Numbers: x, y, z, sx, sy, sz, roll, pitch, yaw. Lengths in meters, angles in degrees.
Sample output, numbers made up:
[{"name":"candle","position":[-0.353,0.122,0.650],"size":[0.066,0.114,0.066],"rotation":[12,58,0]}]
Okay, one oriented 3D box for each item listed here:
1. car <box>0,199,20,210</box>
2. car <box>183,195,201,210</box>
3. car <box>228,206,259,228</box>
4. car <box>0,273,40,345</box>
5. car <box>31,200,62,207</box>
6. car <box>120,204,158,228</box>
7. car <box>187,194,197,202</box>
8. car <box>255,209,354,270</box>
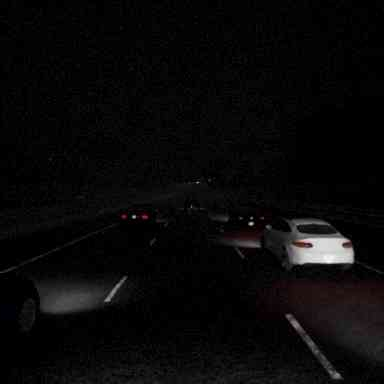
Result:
[{"name":"car","position":[-21.079,1.523,36.660],"size":[2.033,1.411,5.357],"rotation":[0,0,0]},{"name":"car","position":[-0.012,1.477,41.428],"size":[1.837,1.490,4.892],"rotation":[0,-1,0]},{"name":"car","position":[3.497,1.576,21.830],"size":[1.895,1.301,4.718],"rotation":[0,0,0]},{"name":"car","position":[-3.401,1.520,3.522],"size":[1.812,1.442,4.674],"rotation":[0,0,0]},{"name":"car","position":[-14.093,1.522,32.576],"size":[2.033,1.411,5.357],"rotation":[0,0,0]},{"name":"car","position":[-3.403,1.523,22.088],"size":[2.033,1.411,5.357],"rotation":[0,0,0]},{"name":"car","position":[-0.011,1.315,73.828],"size":[2.097,1.767,4.553],"rotation":[0,0,0]},{"name":"car","position":[3.498,1.509,10.797],"size":[1.812,1.442,4.674],"rotation":[0,0,0]}]
